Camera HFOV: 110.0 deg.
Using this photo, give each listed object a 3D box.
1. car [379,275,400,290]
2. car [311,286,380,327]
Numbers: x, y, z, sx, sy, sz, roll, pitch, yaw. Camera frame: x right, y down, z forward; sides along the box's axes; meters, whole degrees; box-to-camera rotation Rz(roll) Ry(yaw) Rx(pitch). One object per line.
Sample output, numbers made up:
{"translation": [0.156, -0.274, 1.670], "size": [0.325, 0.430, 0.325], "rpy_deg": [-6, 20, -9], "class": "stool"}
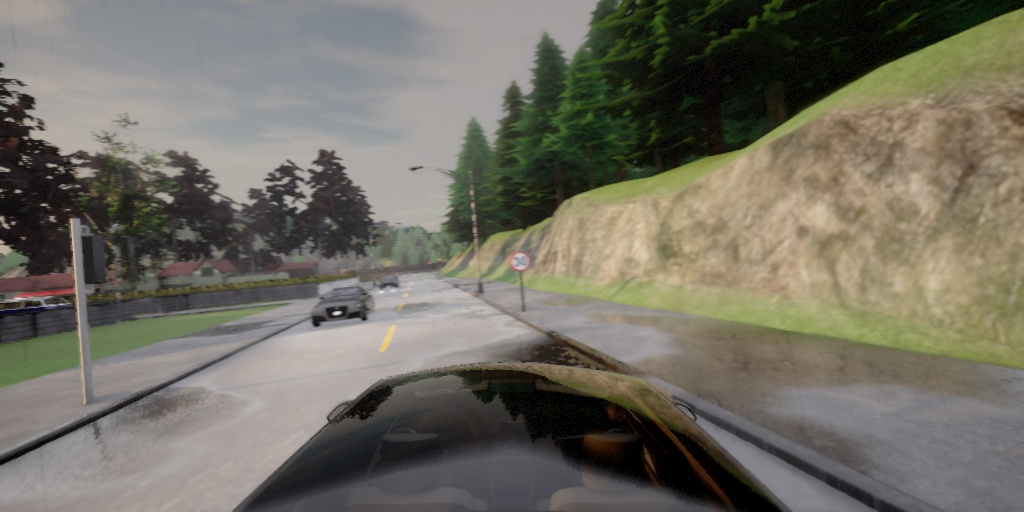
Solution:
{"translation": [-12.983, 2.743, 38.145], "size": [2.033, 1.411, 5.357], "rpy_deg": [-5, -1, -14], "class": "car"}
{"translation": [-7.171, 2.054, 15.557], "size": [1.994, 1.385, 4.181], "rpy_deg": [-5, -1, -15], "class": "car"}
